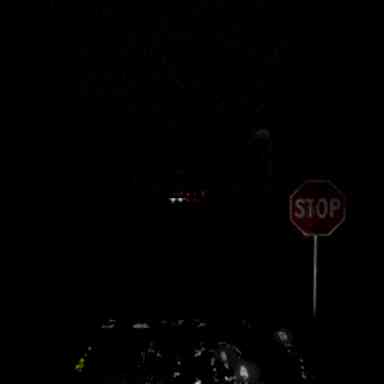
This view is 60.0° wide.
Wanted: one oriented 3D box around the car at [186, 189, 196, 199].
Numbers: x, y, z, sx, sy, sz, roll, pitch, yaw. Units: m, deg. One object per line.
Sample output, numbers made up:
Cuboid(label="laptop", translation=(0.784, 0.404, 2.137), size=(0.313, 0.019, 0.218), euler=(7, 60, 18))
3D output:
Cuboid(label="car", translation=(-0.122, 0.558, 61.965), size=(1.812, 1.442, 4.674), euler=(0, 1, 0))

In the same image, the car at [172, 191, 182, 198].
Cuboid(label="car", translation=(-2.881, 0.498, 66.157), size=(1.812, 1.442, 4.674), euler=(0, 1, 0))

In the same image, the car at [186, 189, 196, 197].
Cuboid(label="car", translation=(-0.145, 0.169, 71.949), size=(2.097, 1.767, 4.553), euler=(0, 1, 0))
